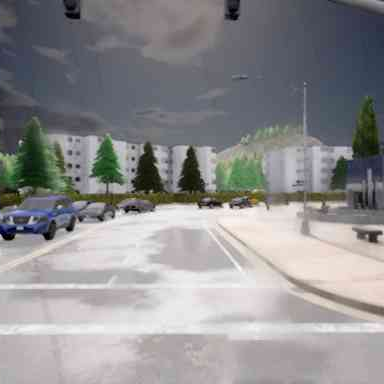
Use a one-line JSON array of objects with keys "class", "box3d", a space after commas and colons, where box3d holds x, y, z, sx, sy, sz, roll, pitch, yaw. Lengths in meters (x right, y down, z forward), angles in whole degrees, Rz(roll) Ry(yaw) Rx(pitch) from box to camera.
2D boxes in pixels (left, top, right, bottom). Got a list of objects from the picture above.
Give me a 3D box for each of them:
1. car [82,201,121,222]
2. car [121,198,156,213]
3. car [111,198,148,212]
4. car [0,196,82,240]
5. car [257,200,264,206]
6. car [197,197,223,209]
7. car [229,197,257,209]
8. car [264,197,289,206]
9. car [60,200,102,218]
[{"class": "car", "box3d": [-7.534, 1.551, 26.922, 1.812, 1.442, 4.674, 0, 0, 4]}, {"class": "car", "box3d": [-5.718, 1.628, 36.732, 1.895, 1.301, 4.718, 0, 0, 18]}, {"class": "car", "box3d": [-7.706, 1.524, 41.483, 2.128, 1.511, 4.902, 0, 0, 22]}, {"class": "car", "box3d": [-7.751, 1.242, 17.413, 2.150, 2.045, 5.566, 0, 0, -4]}, {"class": "car", "box3d": [8.939, 1.490, 54.243, 5.008, 1.535, 1.882, 0, 0, -41]}, {"class": "car", "box3d": [2.612, 1.496, 46.078, 1.882, 1.535, 5.008, 0, 0, 32]}, {"class": "car", "box3d": [6.821, 1.517, 46.053, 1.837, 1.490, 4.892, 0, 0, 35]}, {"class": "car", "box3d": [13.615, 1.497, 53.669, 4.902, 1.511, 2.128, 0, 0, -37]}, {"class": "car", "box3d": [-10.479, 1.558, 31.772, 1.812, 1.442, 4.674, 0, 0, 10]}]
